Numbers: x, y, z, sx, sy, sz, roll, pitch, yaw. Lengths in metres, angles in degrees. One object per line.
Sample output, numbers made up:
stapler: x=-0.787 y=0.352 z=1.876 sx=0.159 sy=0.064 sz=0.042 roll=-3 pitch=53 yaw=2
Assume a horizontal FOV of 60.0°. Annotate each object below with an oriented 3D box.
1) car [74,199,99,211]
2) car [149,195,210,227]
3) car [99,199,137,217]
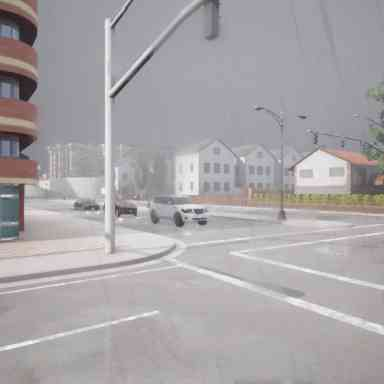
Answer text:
car: x=-13.002 y=1.547 z=40.815 sx=2.033 sy=1.411 sz=5.357 roll=0 pitch=0 yaw=-35
car: x=-1.053 y=1.221 z=23.514 sx=2.150 sy=2.045 sz=5.566 roll=0 pitch=0 yaw=-35
car: x=-6.959 y=1.476 z=32.054 sx=1.882 sy=1.535 sz=5.008 roll=0 pitch=0 yaw=-34
